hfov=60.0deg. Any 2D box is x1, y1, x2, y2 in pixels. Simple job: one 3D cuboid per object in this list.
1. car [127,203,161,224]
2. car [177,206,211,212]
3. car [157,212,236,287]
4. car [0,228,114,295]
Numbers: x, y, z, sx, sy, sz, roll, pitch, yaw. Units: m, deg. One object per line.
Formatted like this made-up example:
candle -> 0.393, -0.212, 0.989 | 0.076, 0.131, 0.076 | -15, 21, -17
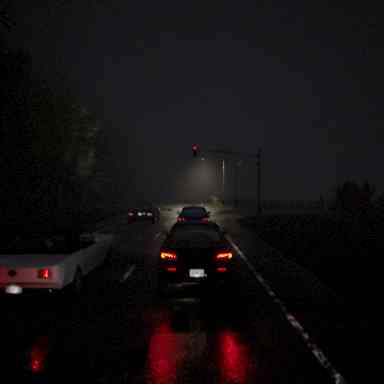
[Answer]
car -> -3.398, 1.494, 24.200 | 2.033, 1.411, 5.357 | 0, 0, 0
car -> 0.100, 1.486, 18.257 | 1.812, 1.442, 4.674 | 0, 0, 0
car -> 0.100, 1.506, 9.166 | 1.812, 1.442, 4.674 | 0, 0, 0
car -> -3.400, 1.582, 8.608 | 1.895, 1.301, 4.718 | 0, 0, 0
